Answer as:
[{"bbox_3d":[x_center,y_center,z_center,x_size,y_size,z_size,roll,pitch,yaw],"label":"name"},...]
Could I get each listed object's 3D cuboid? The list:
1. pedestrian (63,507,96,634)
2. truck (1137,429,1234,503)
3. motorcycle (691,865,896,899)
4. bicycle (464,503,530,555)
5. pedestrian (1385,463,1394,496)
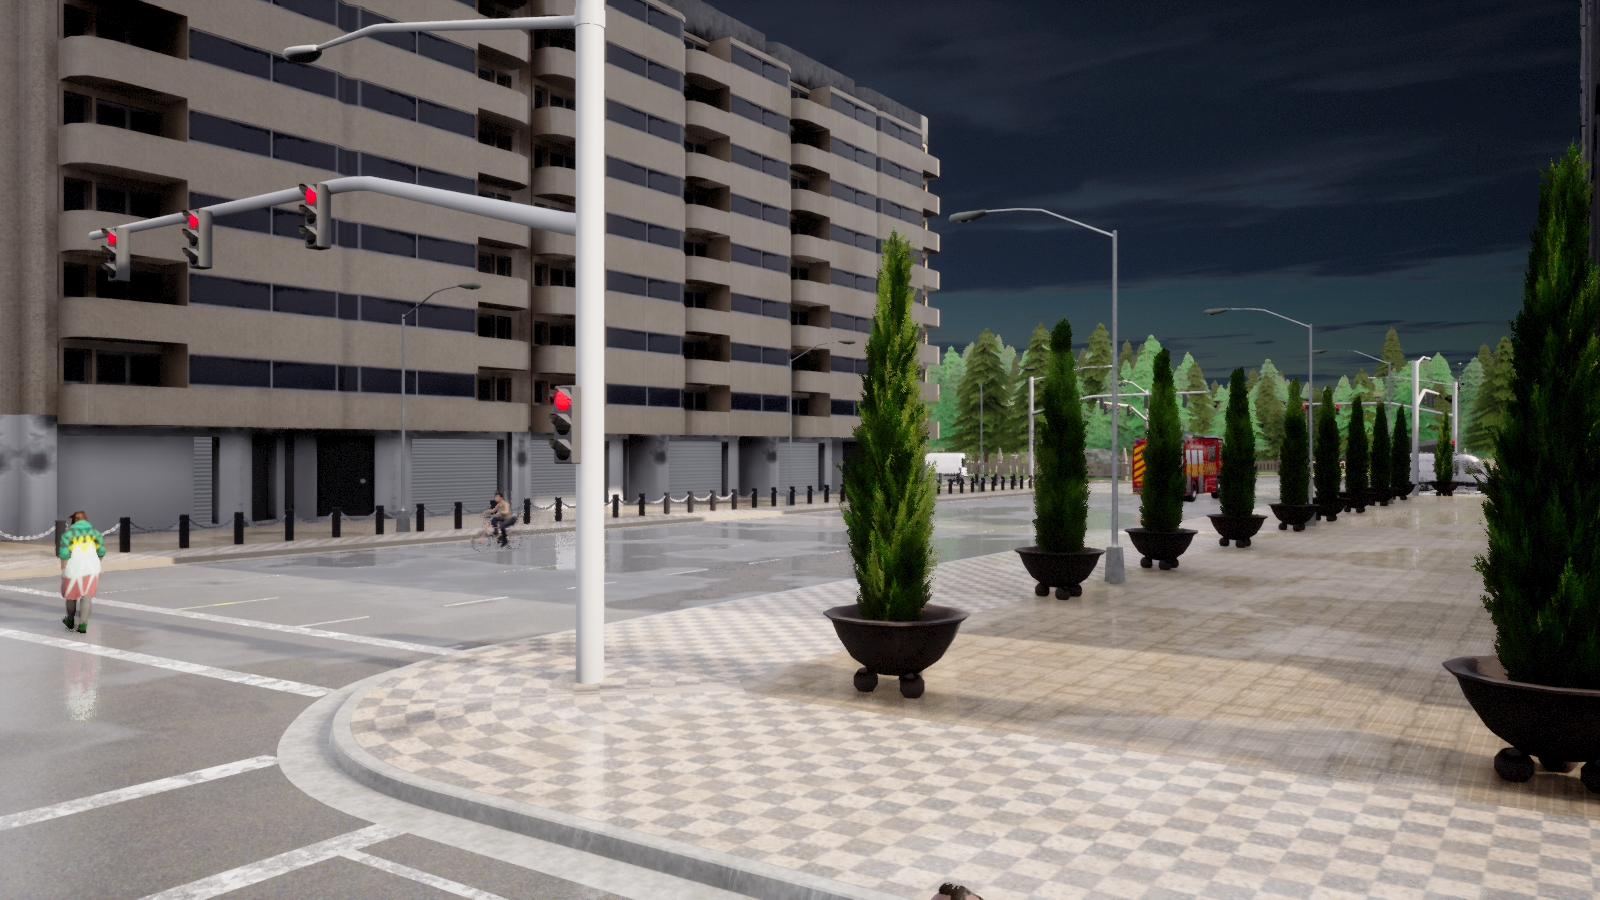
[{"bbox_3d":[-10.905,1.804,17.290,0.375,1.860,0.375,0,0,-42],"label":"pedestrian"},{"bbox_3d":[21.438,0.835,63.219,2.891,3.827,8.468,0,0,34],"label":"truck"},{"bbox_3d":[0.516,2.205,3.364,2.209,1.251,0.867,0,0,34],"label":"motorcycle"},{"bbox_3d":[-8.150,2.102,30.751,1.487,1.276,0.859,0,0,-43],"label":"bicycle"},{"bbox_3d":[32.943,1.639,63.882,0.375,1.860,0.375,0,0,40],"label":"pedestrian"}]
